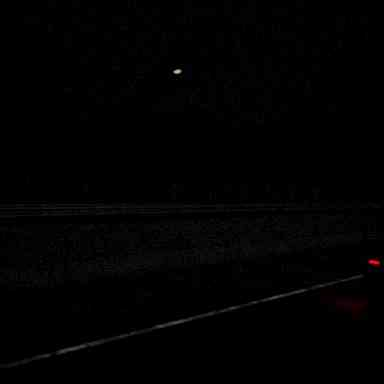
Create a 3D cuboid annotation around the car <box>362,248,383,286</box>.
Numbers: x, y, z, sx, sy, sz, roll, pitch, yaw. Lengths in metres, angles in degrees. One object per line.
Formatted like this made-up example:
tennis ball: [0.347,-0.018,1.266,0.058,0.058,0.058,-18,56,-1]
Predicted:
car: [6.471,1.678,8.381,5.357,1.411,2.033,1,-1,-34]
